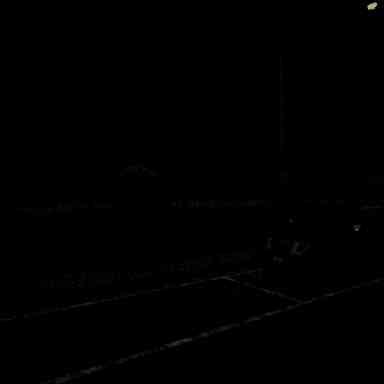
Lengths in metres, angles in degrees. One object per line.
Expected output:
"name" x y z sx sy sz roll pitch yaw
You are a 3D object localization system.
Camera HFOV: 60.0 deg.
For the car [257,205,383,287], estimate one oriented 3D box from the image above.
"car" 4.124 1.313 9.478 5.009 1.841 2.192 0 0 -36
